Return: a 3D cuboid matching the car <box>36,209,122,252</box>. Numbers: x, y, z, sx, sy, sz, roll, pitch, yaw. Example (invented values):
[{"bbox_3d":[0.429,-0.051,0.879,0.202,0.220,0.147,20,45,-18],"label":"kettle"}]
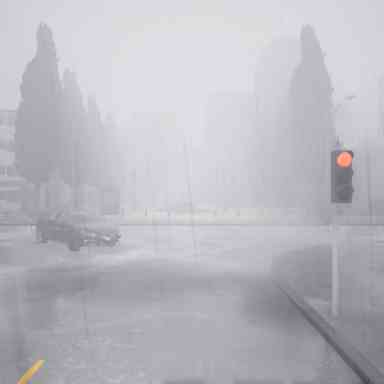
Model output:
[{"bbox_3d":[-4.854,1.507,14.024,4.892,1.490,1.837,0,-3,43],"label":"car"}]
